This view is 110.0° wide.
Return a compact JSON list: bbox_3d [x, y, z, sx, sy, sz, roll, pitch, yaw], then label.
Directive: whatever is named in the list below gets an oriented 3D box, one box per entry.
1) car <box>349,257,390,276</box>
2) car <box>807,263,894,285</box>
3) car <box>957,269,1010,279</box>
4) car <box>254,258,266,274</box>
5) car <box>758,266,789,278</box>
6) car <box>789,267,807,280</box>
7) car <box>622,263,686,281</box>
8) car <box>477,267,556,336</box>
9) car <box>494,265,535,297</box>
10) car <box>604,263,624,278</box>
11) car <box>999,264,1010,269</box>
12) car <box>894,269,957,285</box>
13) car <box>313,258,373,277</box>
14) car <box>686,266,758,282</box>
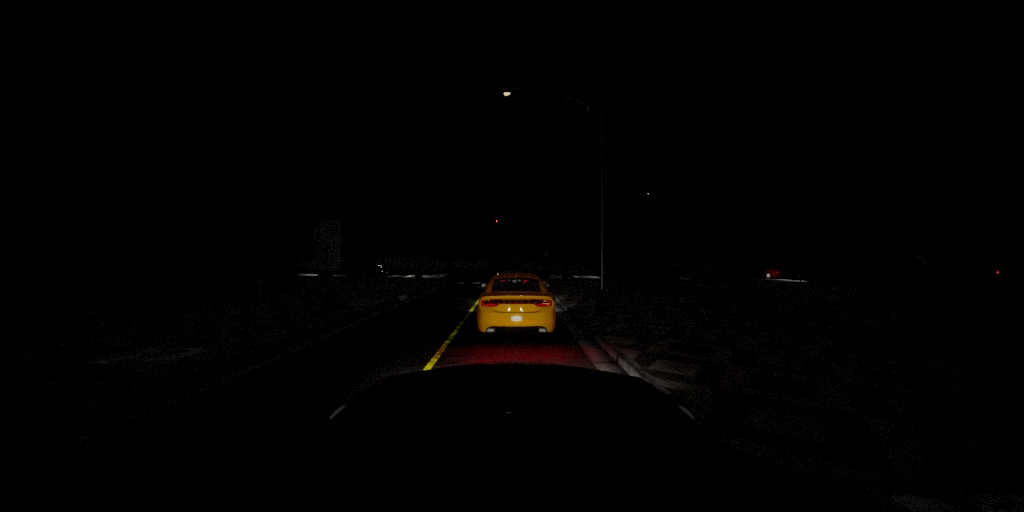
[{"bbox_3d":[-13.877,0.928,33.575,4.553,1.767,2.097,1,0,1],"label":"car"},{"bbox_3d":[29.077,1.540,30.922,5.009,1.841,2.192,0,0,0],"label":"car"},{"bbox_3d":[40.371,1.996,30.912,4.207,1.307,1.802,0,0,0],"label":"car"},{"bbox_3d":[-23.875,0.930,33.629,4.902,1.511,2.128,1,0,0],"label":"car"},{"bbox_3d":[29.092,1.766,39.447,4.507,1.381,1.888,0,0,0],"label":"car"},{"bbox_3d":[31.890,1.773,36.768,4.892,1.490,1.837,1,0,0],"label":"car"},{"bbox_3d":[12.147,1.524,30.936,4.313,1.339,1.948,0,0,0],"label":"car"},{"bbox_3d":[0.105,1.227,10.385,1.882,1.535,5.008,0,0,0],"label":"car"},{"bbox_3d":[0.114,1.297,20.211,2.033,1.411,5.357,0,0,0],"label":"car"},{"bbox_3d":[11.907,1.456,36.794,4.892,1.490,1.837,1,0,0],"label":"car"},{"bbox_3d":[48.972,1.779,33.564,5.566,2.045,2.150,1,0,0],"label":"car"},{"bbox_3d":[34.720,1.864,30.917,4.507,1.381,1.888,0,0,0],"label":"car"},{"bbox_3d":[-14.760,1.116,30.863,4.403,1.370,2.007,0,0,0],"label":"car"},{"bbox_3d":[17.960,1.571,30.932,4.829,1.417,1.751,0,0,0],"label":"car"}]
